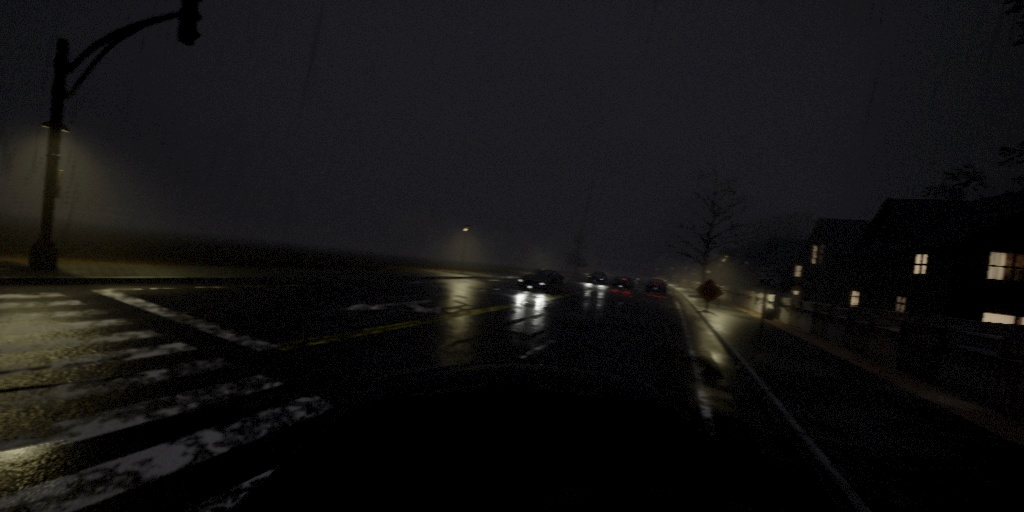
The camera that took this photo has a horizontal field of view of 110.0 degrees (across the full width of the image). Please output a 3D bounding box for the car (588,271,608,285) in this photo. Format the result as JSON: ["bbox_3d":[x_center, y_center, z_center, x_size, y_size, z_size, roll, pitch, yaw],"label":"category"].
[{"bbox_3d":[10.380,2.601,43.084,1.837,1.490,4.892,7,-1,22],"label":"car"}]

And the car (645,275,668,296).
[{"bbox_3d":[14.735,3.075,36.533,1.882,1.535,5.008,7,0,23],"label":"car"}]

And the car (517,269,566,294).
[{"bbox_3d":[2.157,1.588,23.715,2.033,1.411,5.357,7,0,24],"label":"car"}]

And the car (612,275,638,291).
[{"bbox_3d":[11.772,2.844,37.857,1.895,1.301,4.718,7,0,23],"label":"car"}]

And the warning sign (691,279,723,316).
[{"bbox_3d":[10.422,2.155,19.270,1.300,1.860,1.060,0,0,24],"label":"warning sign"}]
